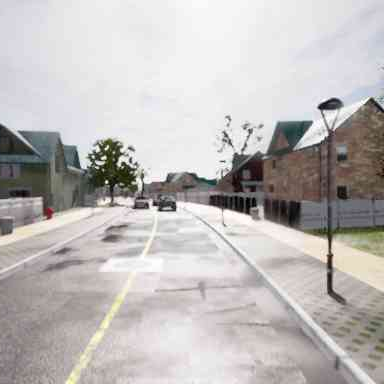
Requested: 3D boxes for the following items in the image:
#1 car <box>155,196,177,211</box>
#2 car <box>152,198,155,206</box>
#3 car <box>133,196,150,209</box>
[{"bbox_3d":[-2.760,1.245,36.697,1.837,1.490,4.892,0,0,-9],"label":"car"},{"bbox_3d":[-4.645,1.328,47.700,1.895,1.301,4.718,0,0,-11],"label":"car"},{"bbox_3d":[-6.129,1.259,40.432,1.812,1.442,4.674,0,0,-9],"label":"car"}]
